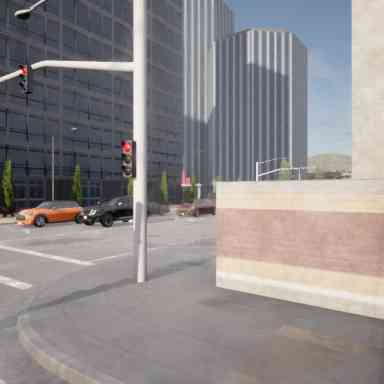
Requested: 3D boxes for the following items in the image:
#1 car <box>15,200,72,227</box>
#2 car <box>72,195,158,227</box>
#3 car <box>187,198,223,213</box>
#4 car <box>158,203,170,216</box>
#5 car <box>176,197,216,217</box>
[{"bbox_3d":[-9.792,1.407,23.239,2.097,1.767,4.553,0,0,36],"label":"car"},{"bbox_3d":[-5.236,1.277,23.585,2.150,2.045,5.566,0,0,36],"label":"car"},{"bbox_3d":[1.661,1.559,39.161,1.837,1.490,4.892,0,0,36],"label":"car"},{"bbox_3d":[-4.265,1.603,30.933,2.033,1.411,5.357,0,0,36],"label":"car"},{"bbox_3d":[0.494,1.408,31.553,2.097,1.767,4.553,0,0,36],"label":"car"}]
